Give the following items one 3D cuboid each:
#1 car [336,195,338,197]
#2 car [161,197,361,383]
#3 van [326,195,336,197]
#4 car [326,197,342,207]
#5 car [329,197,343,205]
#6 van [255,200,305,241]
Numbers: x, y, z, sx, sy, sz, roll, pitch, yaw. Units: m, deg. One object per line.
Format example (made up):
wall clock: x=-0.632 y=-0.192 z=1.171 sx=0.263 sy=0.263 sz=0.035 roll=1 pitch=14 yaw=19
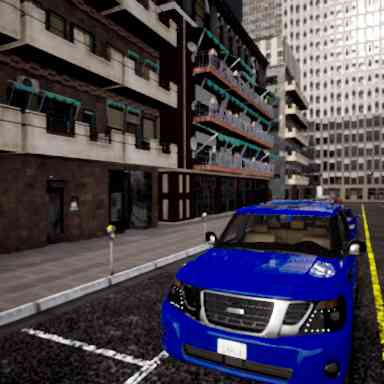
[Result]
car: x=19.691 y=1.290 z=46.986 sx=2.192 sy=1.841 sz=5.009 roll=-1 pitch=0 yaw=27
car: x=1.664 y=1.219 z=5.792 sx=2.150 sy=2.045 sz=5.566 roll=0 pitch=0 yaw=27
van: x=14.687 y=1.323 z=37.080 sx=1.690 sy=1.788 sz=3.998 roll=-1 pitch=0 yaw=27
car: x=22.195 y=1.537 z=51.938 sx=1.947 sy=1.339 sz=4.313 roll=-1 pitch=0 yaw=27
car: x=24.697 y=1.512 z=56.891 sx=1.887 sy=1.381 sz=4.507 roll=-1 pitch=0 yaw=27
van: x=4.680 y=1.333 z=17.268 sx=1.690 sy=1.788 sz=3.998 roll=-1 pitch=0 yaw=27
